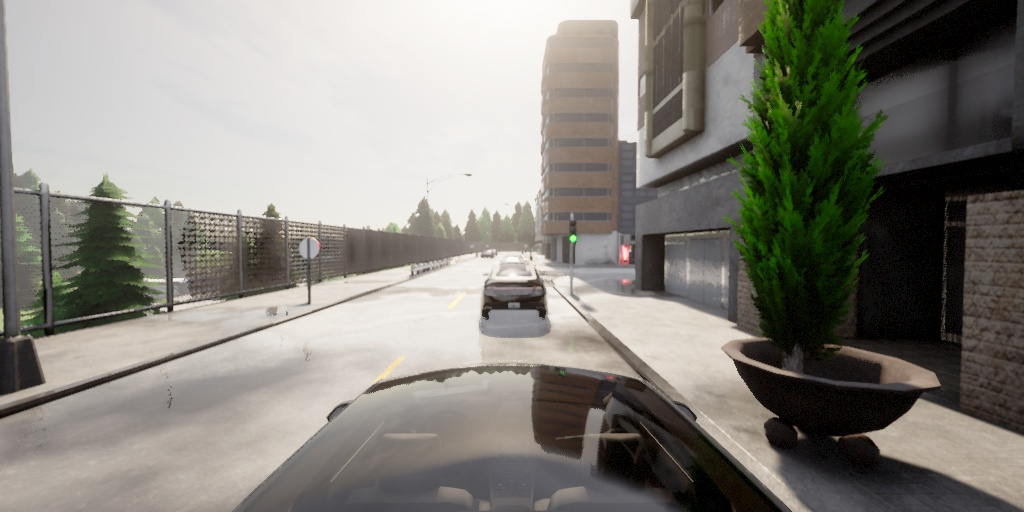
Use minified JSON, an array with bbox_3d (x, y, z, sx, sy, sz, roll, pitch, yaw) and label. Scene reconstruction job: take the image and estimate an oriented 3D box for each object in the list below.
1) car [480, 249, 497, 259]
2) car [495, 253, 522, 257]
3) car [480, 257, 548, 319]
[{"bbox_3d":[-4.036,-0.281,58.704,1.994,1.385,4.181,0,2,1],"label":"car"},{"bbox_3d":[0.069,0.625,25.732,2.033,1.411,5.357,0,2,0],"label":"car"},{"bbox_3d":[0.066,0.968,11.513,2.128,1.511,4.902,0,2,0],"label":"car"}]
